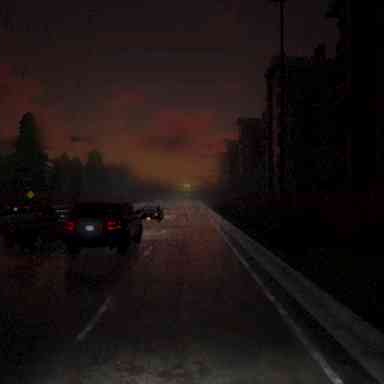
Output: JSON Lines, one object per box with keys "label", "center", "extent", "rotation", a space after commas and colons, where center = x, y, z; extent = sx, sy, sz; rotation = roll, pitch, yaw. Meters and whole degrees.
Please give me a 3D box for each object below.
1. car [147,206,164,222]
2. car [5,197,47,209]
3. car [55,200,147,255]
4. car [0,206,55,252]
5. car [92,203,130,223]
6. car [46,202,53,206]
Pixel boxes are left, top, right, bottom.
{"label": "car", "center": [-3.513, 1.876, 29.178], "extent": [1.895, 1.301, 4.718], "rotation": [0, 0, 0]}
{"label": "car", "center": [-14.014, 1.491, 29.084], "extent": [2.150, 2.045, 5.566], "rotation": [0, 0, 0]}
{"label": "car", "center": [-3.506, 1.350, 14.096], "extent": [2.150, 2.045, 5.566], "rotation": [0, 0, 0]}
{"label": "car", "center": [-7.002, 1.616, 14.549], "extent": [1.882, 1.535, 5.008], "rotation": [0, 0, 0]}
{"label": "car", "center": [-7.011, 1.770, 29.365], "extent": [2.128, 1.511, 4.902], "rotation": [0, 0, 0]}
{"label": "car", "center": [-10.511, 1.769, 29.360], "extent": [2.128, 1.511, 4.902], "rotation": [0, 0, 0]}
